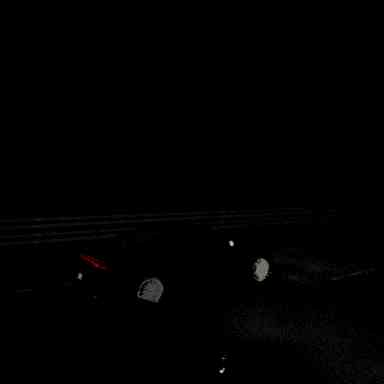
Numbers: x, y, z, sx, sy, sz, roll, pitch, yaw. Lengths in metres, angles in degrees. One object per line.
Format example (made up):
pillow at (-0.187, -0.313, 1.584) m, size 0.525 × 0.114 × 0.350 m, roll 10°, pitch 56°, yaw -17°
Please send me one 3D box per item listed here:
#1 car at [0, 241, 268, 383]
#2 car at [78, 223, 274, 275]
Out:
car at (-1.911, 1.477, 2.383) m, size 5.008 × 1.535 × 1.882 m, roll 0°, pitch 0°, yaw -36°
car at (-0.174, 1.491, 7.925) m, size 5.008 × 1.535 × 1.882 m, roll 0°, pitch 0°, yaw -36°
